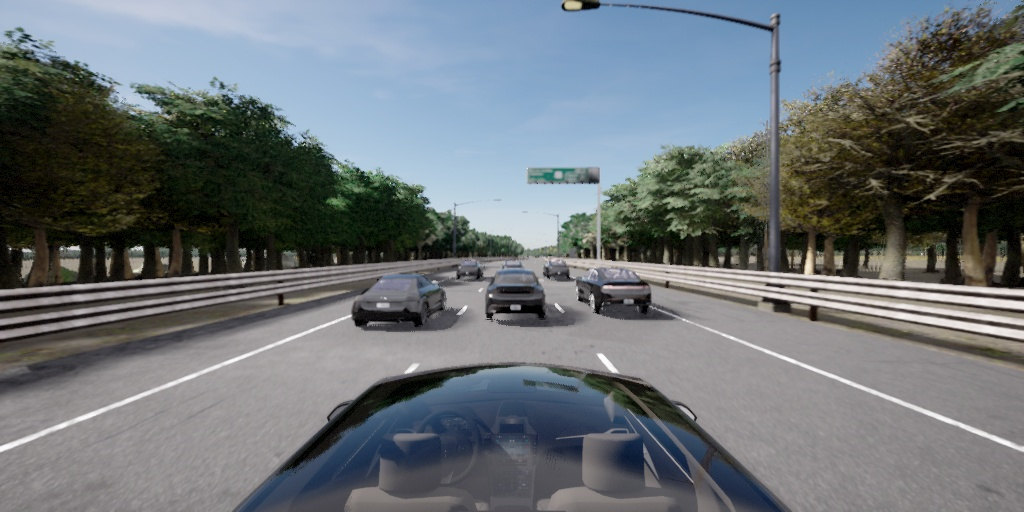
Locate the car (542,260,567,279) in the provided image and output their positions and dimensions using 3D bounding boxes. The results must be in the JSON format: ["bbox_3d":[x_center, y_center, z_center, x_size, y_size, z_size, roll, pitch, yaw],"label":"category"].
[{"bbox_3d":[3.601,1.093,29.727,2.128,1.511,4.902,0,0,0],"label":"car"}]

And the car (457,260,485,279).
[{"bbox_3d":[-3.399,1.093,29.736,2.128,1.511,4.902,0,0,0],"label":"car"}]

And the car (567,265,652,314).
[{"bbox_3d":[3.600,1.176,13.473,2.128,1.511,4.902,0,0,0],"label":"car"}]

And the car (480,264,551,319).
[{"bbox_3d":[0.100,1.194,12.490,1.837,1.490,4.892,0,0,0],"label":"car"}]

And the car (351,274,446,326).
[{"bbox_3d":[-3.401,1.259,11.476,1.994,1.385,4.181,0,0,0],"label":"car"}]

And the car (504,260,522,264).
[{"bbox_3d":[0.101,1.093,29.767,2.128,1.511,4.902,0,0,0],"label":"car"}]
